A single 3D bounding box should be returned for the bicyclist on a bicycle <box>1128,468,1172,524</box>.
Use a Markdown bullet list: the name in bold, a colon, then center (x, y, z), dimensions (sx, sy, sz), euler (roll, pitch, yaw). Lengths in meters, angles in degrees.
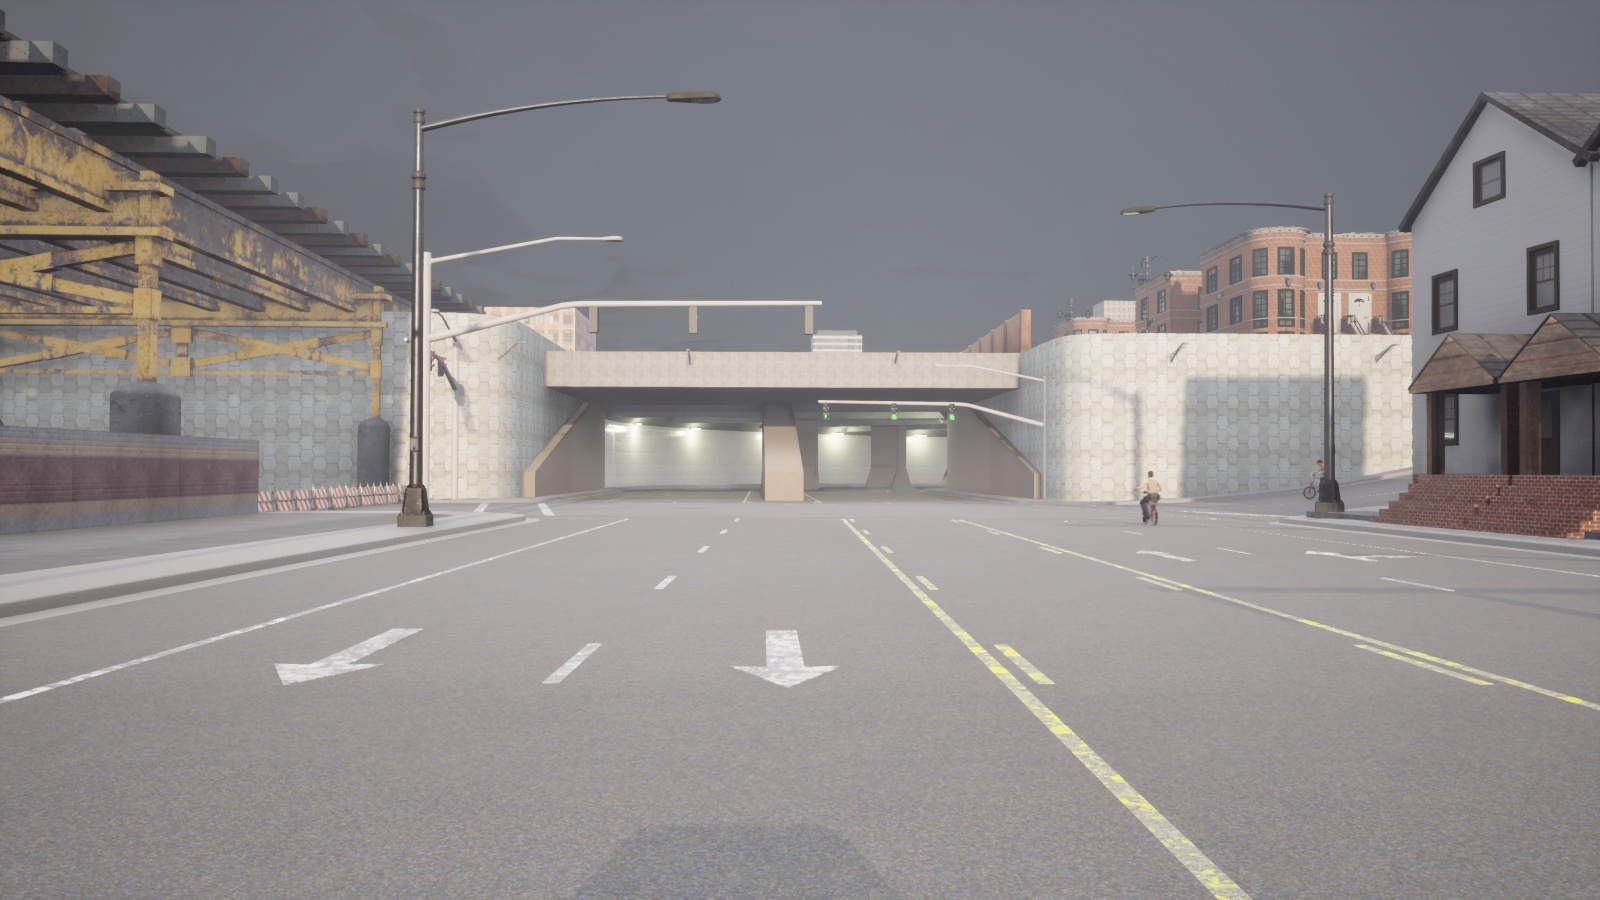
- **bicyclist on a bicycle**: center (10.298, 1.330, 37.022), dimensions (0.866, 1.612, 1.509), euler (0, -1, 0)
